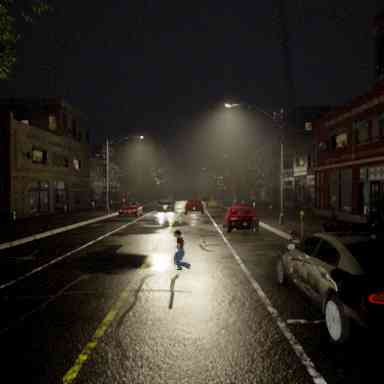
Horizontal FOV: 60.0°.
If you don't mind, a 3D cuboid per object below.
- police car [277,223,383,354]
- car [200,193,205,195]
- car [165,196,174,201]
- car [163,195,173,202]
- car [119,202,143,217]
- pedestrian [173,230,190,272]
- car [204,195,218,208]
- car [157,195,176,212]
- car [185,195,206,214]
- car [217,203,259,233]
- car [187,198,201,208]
[{"bbox_3d":[3.026,1.423,6.459,1.930,1.638,5.238,0,0,0],"label":"police car"},{"bbox_3d":[2.980,1.509,69.386,1.887,1.381,4.507,-1,0,0],"label":"car"},{"bbox_3d":[-5.354,1.540,80.509,1.802,1.307,4.206,0,0,0],"label":"car"},{"bbox_3d":[-5.378,1.401,74.965,1.967,1.590,4.097,0,0,0],"label":"car"},{"bbox_3d":[-5.564,1.567,30.613,1.802,1.307,4.206,0,0,0],"label":"car"},{"bbox_3d":[-0.329,1.571,9.301,0.375,1.300,0.375,-1,1,-3],"label":"pedestrian"},{"bbox_3d":[2.887,1.501,47.380,1.752,1.417,4.829,-1,0,0],"label":"car"},{"bbox_3d":[-2.934,1.472,38.886,2.128,1.511,4.902,0,0,0],"label":"car"},{"bbox_3d":[0.234,1.460,35.650,1.882,1.535,5.008,0,0,0],"label":"car"},{"bbox_3d":[2.769,1.535,19.490,1.887,1.381,4.507,-1,0,0],"label":"car"},{"bbox_3d":[0.283,1.540,47.996,1.994,1.385,4.181,0,0,0],"label":"car"}]
